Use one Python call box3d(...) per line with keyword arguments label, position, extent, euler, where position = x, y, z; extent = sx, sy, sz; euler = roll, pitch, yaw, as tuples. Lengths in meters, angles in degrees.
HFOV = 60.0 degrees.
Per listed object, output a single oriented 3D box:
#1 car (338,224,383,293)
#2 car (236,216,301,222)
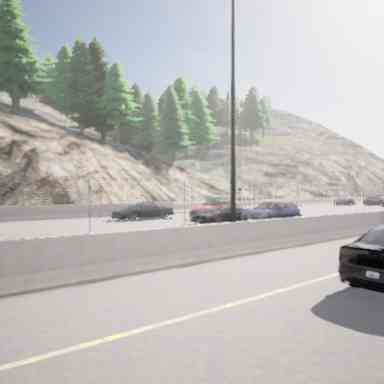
box3d(label="car", position=(5.514, 1.486, 8.121), extent=(5.008, 1.535, 1.882), euler=(0, 0, -38))
box3d(label="car", position=(5.224, 1.384, 21.837), extent=(4.553, 1.767, 2.097), euler=(0, 0, -41))
